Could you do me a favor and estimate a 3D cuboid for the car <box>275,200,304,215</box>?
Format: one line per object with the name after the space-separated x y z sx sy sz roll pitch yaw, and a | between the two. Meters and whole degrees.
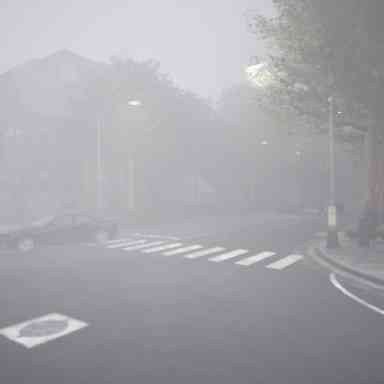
10.547 1.655 35.825 1.837 1.490 4.892 -1 -1 36 | car

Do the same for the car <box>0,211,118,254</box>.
-5.748 1.637 14.663 5.008 1.535 1.882 0 0 -39 | car

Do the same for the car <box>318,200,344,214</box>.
15.133 1.596 36.056 2.128 1.511 4.902 -1 0 36 | car
